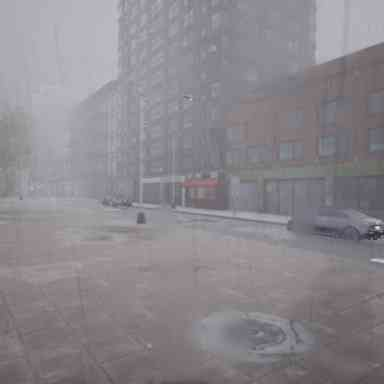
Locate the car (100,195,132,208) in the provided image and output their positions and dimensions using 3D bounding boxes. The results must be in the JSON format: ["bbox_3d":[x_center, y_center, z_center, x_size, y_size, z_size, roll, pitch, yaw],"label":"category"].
[{"bbox_3d":[-8.444,0.980,36.671,2.033,1.411,5.357,1,0,-35],"label":"car"}]

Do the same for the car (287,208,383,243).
[{"bbox_3d":[6.547,1.424,15.443,1.994,1.385,4.181,1,1,-35],"label":"car"}]
